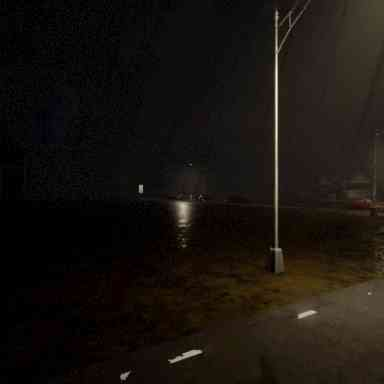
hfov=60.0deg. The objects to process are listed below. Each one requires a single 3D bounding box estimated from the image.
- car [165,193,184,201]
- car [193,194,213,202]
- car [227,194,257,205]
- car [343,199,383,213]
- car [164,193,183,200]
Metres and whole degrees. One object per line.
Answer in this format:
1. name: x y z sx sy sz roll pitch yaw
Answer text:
1. car: -3.465 1.026 64.426 1.837 1.490 4.892 2 -1 -35
2. car: 2.043 1.098 62.709 1.837 1.490 4.892 2 -1 -35
3. car: 7.321 1.089 49.046 1.882 1.535 5.008 2 -1 -35
4. car: 17.807 1.379 34.241 1.994 1.385 4.181 2 0 -35
5. car: -3.999 0.954 71.235 1.895 1.301 4.718 2 -1 -35
